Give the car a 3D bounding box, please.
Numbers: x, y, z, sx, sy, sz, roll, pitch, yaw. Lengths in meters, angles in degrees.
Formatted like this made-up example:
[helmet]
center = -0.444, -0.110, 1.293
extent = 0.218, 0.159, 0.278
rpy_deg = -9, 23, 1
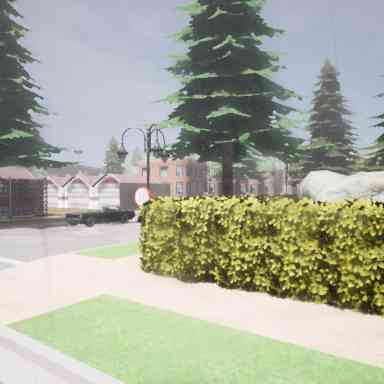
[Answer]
[car]
center = -6.119, 1.562, 22.343
extent = 1.895, 1.301, 4.718
rpy_deg = 0, 0, 35
